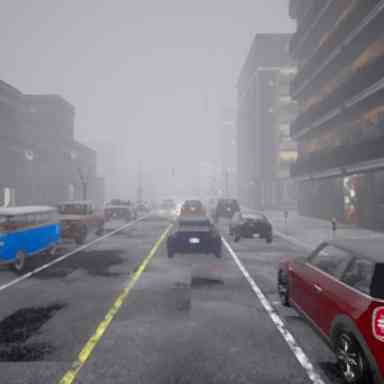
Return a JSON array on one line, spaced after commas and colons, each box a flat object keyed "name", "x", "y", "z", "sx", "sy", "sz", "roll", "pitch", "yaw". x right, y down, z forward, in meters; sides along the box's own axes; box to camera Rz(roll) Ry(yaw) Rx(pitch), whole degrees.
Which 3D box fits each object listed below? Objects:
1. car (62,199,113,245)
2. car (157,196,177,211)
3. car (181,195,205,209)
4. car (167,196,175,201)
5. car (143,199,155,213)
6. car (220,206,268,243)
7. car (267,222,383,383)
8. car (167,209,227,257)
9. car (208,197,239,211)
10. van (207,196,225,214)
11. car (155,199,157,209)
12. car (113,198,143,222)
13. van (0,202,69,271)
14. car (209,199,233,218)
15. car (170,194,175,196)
[{"name": "car", "x": -5.670, "y": 1.358, "z": 16.123, "sx": 2.192, "sy": 1.841, "sz": 5.009, "roll": 1, "pitch": 0, "yaw": 0}, {"name": "car", "x": -3.084, "y": 1.618, "z": 43.685, "sx": 1.837, "sy": 1.490, "sz": 4.892, "roll": 0, "pitch": 0, "yaw": 0}, {"name": "car", "x": 0.085, "y": 1.428, "z": 29.161, "sx": 2.097, "sy": 1.767, "sz": 4.553, "roll": 0, "pitch": 0, "yaw": 0}, {"name": "car", "x": -5.671, "y": 1.778, "z": 92.202, "sx": 1.887, "sy": 1.381, "sz": 4.507, "roll": 1, "pitch": 0, "yaw": 0}, {"name": "car", "x": -5.672, "y": 1.538, "z": 37.751, "sx": 1.967, "sy": 1.590, "sz": 4.097, "roll": 1, "pitch": 0, "yaw": 0}, {"name": "car", "x": 2.705, "y": 1.594, "z": 16.114, "sx": 2.008, "sy": 1.369, "sz": 4.403, "roll": 1, "pitch": 0, "yaw": 0}, {"name": "car", "x": 2.706, "y": 1.455, "z": 5.301, "sx": 1.967, "sy": 1.590, "sz": 4.097, "roll": 1, "pitch": 0, "yaw": 0}, {"name": "car", "x": 0.082, "y": 1.599, "z": 13.123, "sx": 1.994, "sy": 1.385, "sz": 4.181, "roll": 0, "pitch": 0, "yaw": 0}, {"name": "car", "x": 2.709, "y": 1.386, "z": 26.929, "sx": 2.192, "sy": 1.841, "sz": 5.009, "roll": 1, "pitch": 0, "yaw": 0}, {"name": "van", "x": 2.710, "y": 1.440, "z": 37.743, "sx": 1.690, "sy": 1.788, "sz": 3.998, "roll": 1, "pitch": 0, "yaw": 0}, {"name": "car", "x": -5.674, "y": 1.676, "z": 48.565, "sx": 2.008, "sy": 1.369, "sz": 4.403, "roll": 1, "pitch": 0, "yaw": 0}, {"name": "car", "x": -5.670, "y": 1.386, "z": 26.937, "sx": 2.192, "sy": 1.841, "sz": 5.009, "roll": 1, "pitch": 0, "yaw": 0}, {"name": "van", "x": -5.672, "y": 1.370, "z": 10.715, "sx": 1.690, "sy": 1.788, "sz": 3.998, "roll": 1, "pitch": 0, "yaw": 0}, {"name": "car", "x": 2.707, "y": 1.525, "z": 32.336, "sx": 1.967, "sy": 1.590, "sz": 4.097, "roll": 1, "pitch": 0, "yaw": 0}, {"name": "car", "x": -5.748, "y": 1.764, "z": 86.521, "sx": 1.887, "sy": 1.381, "sz": 4.507, "roll": 1, "pitch": 0, "yaw": 0}]
